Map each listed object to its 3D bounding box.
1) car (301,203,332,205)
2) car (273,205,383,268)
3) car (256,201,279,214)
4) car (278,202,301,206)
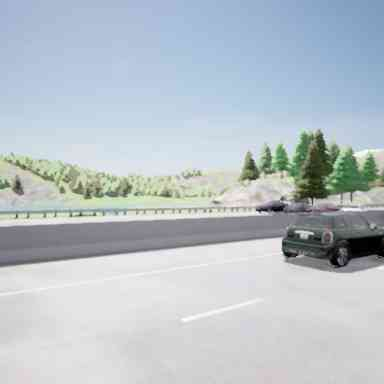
[{"bbox_3d":[14.332,1.945,36.212,4.674,1.442,1.812,1,-1,-36],"label":"car"},{"bbox_3d":[5.362,1.496,12.055,4.553,1.767,2.097,1,-1,-36],"label":"car"},{"bbox_3d":[10.164,1.900,41.835,5.008,1.535,1.882,1,-1,-36],"label":"car"},{"bbox_3d":[12.625,1.991,39.299,4.181,1.385,1.994,1,-1,-36],"label":"car"}]
